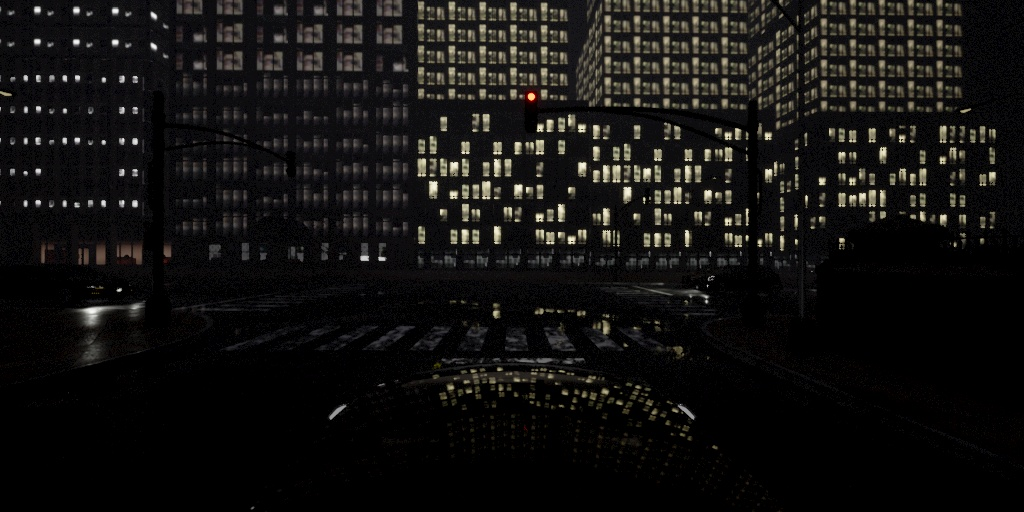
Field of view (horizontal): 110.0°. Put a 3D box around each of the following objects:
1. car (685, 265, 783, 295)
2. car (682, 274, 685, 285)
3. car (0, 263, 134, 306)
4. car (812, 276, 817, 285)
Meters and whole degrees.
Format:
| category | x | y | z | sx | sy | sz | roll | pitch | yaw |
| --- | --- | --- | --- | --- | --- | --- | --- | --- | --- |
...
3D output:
| category | x | y | z | sx | sy | sz | roll | pitch | yaw |
| --- | --- | --- | --- | --- | --- | --- | --- | --- | --- |
| car | 13.083 | 1.282 | 21.019 | 4.553 | 1.767 | 2.097 | 1 | 0 | -1 |
| car | 14.134 | 1.427 | 24.283 | 5.008 | 1.535 | 1.882 | 1 | 0 | -2 |
| car | -17.614 | 1.043 | 13.828 | 4.892 | 1.490 | 1.837 | 1 | 0 | -1 |
| car | 23.459 | 1.664 | 24.435 | 4.718 | 1.301 | 1.895 | 1 | 0 | -1 |
